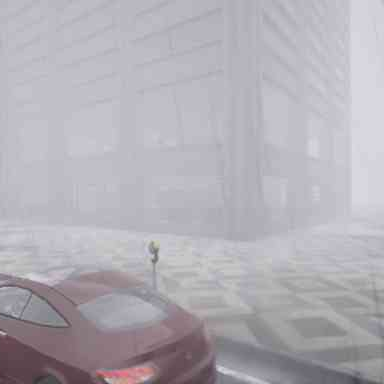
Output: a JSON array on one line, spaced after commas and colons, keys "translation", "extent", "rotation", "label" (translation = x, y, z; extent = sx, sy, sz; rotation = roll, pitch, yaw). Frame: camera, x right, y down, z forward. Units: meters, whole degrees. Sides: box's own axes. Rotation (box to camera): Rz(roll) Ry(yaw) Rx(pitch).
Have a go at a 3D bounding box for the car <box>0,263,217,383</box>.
[{"translation": [-1.686, 1.587, 4.170], "extent": [4.206, 1.307, 1.802], "rotation": [0, 0, 36], "label": "car"}]
